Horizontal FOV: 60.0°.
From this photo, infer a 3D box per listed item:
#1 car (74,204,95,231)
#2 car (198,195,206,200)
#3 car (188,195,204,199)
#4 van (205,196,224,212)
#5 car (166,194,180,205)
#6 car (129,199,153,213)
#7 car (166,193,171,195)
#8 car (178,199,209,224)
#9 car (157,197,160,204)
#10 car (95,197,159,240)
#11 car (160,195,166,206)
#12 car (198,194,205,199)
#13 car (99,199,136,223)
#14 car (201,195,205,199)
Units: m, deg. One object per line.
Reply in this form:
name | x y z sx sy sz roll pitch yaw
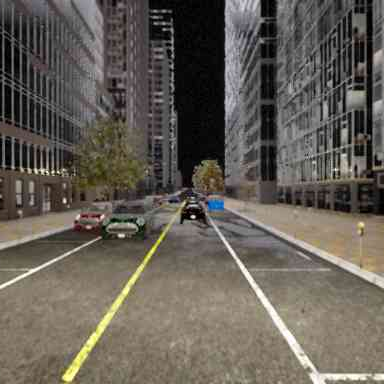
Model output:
car | -5.697 1.423 20.365 1.967 1.590 4.097 0 0 0
car | 2.665 1.390 88.673 2.008 1.369 4.403 0 0 0
car | 0.088 1.502 42.946 2.033 1.411 5.357 0 0 0
van | 2.678 1.305 37.440 1.690 1.788 3.998 0 0 0
car | -3.065 1.521 58.090 1.895 1.301 4.718 0 0 1
car | -5.702 1.514 37.442 2.008 1.369 4.403 0 0 0
car | -5.711 1.466 71.597 1.802 1.307 4.206 0 0 0
car | 0.092 1.504 24.669 1.812 1.442 4.674 0 0 0
car | -5.704 1.505 43.134 2.008 1.369 4.403 0 0 0
car | -3.105 1.339 16.932 2.097 1.767 4.553 0 0 0
car | -5.706 1.511 54.519 1.802 1.307 4.206 0 0 0
car | 2.664 1.264 94.365 1.967 1.590 4.097 0 0 0
car | -5.699 1.417 26.057 1.967 1.590 4.097 0 0 0
car | 2.676 1.494 48.826 2.008 1.369 4.403 0 0 0
